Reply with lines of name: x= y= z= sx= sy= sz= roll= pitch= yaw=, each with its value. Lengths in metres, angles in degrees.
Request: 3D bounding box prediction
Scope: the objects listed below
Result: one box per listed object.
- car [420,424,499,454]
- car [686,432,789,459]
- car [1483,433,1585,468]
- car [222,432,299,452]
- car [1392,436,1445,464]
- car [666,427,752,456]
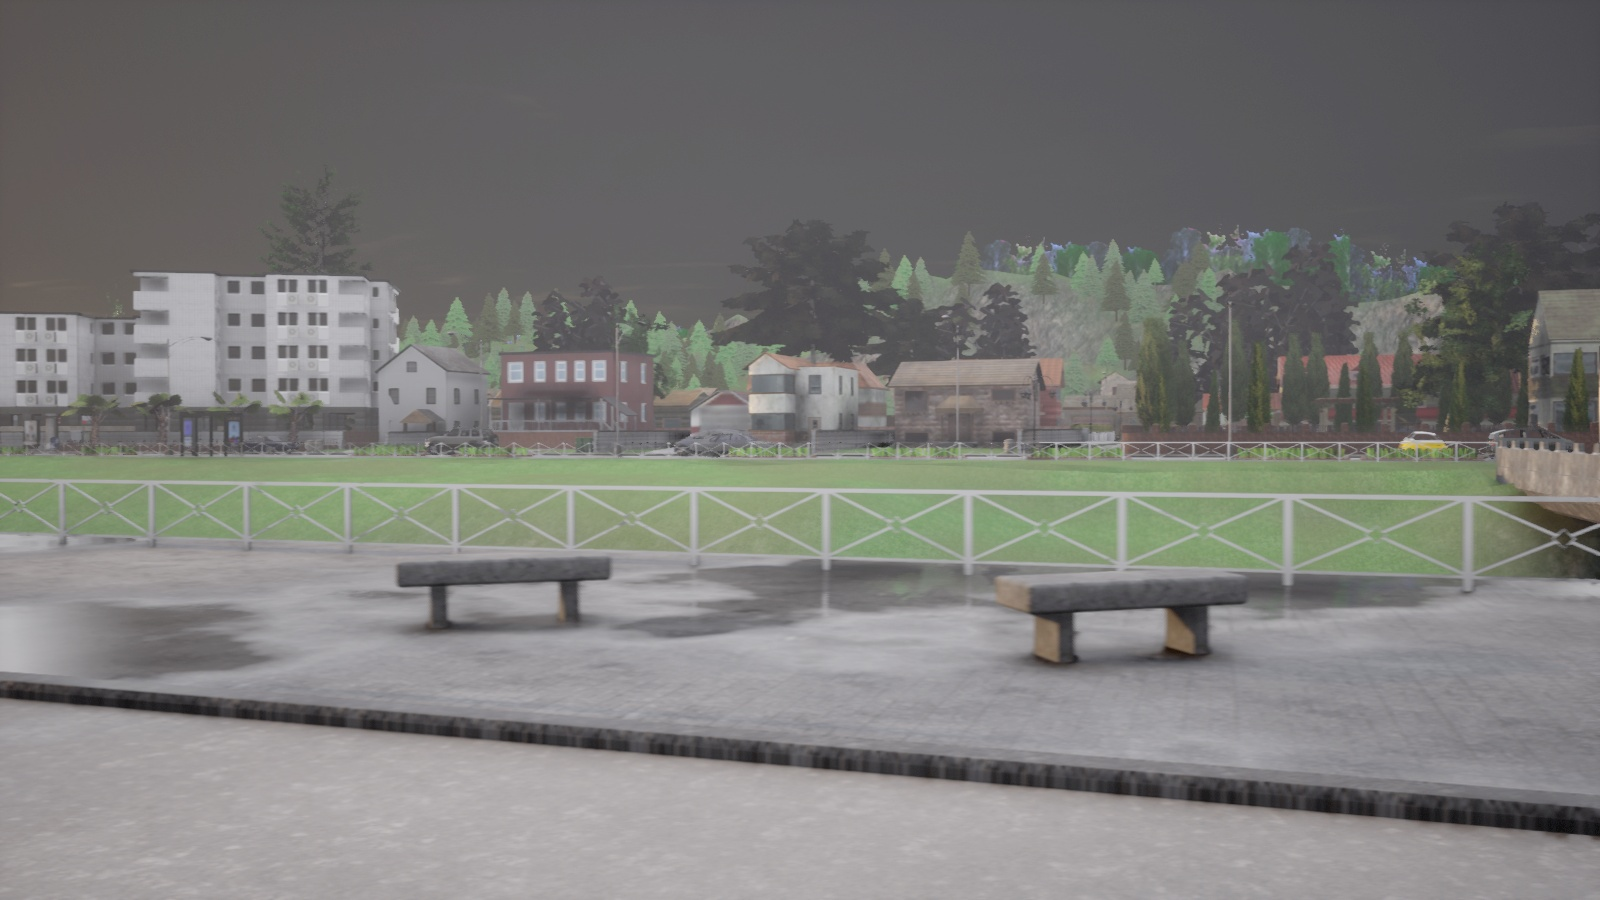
car: x=-21.802 y=-0.726 z=80.360 sx=4.605 sy=1.855 sz=1.932 roll=1 pitch=1 yaw=19
car: x=-3.463 y=-0.259 z=69.969 sx=5.357 sy=1.411 sz=2.033 roll=1 pitch=1 yaw=19
car: x=33.553 y=0.010 z=57.506 sx=3.705 sy=1.549 sz=1.789 roll=0 pitch=1 yaw=19
car: x=-36.673 y=-0.578 z=85.371 sx=4.718 sy=1.301 sz=1.895 roll=1 pitch=1 yaw=19
car: x=30.826 y=-0.006 z=62.645 sx=2.207 sy=1.376 sz=1.481 roll=1 pitch=1 yaw=19
car: x=-5.404 y=-0.548 z=74.840 sx=4.611 sy=1.667 sz=2.242 roll=1 pitch=1 yaw=19
